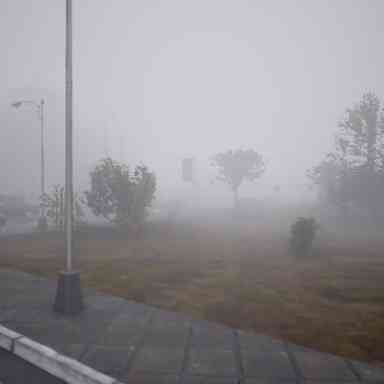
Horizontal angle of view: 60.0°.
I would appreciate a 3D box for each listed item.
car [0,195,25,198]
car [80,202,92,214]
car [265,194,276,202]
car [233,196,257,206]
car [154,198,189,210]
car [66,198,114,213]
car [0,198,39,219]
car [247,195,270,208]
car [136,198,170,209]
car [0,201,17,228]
[{"bbox_3d":[-17.928,1.269,30.439,2.150,2.045,5.566,0,0,37],"label":"car"},{"bbox_3d":[-9.113,1.523,35.802,2.128,1.511,4.902,0,0,39],"label":"car"},{"bbox_3d":[13.932,1.085,60.114,1.812,1.442,4.674,0,1,31],"label":"car"},{"bbox_3d":[8.302,1.326,51.846,1.994,1.385,4.181,0,1,36],"label":"car"},{"bbox_3d":[-2.664,1.509,43.833,2.033,1.411,5.357,0,1,39],"label":"car"},{"bbox_3d":[-11.648,1.527,38.236,2.128,1.511,4.902,0,0,39],"label":"car"},{"bbox_3d":[-15.501,1.520,27.838,1.882,1.535,5.008,0,0,39],"label":"car"},{"bbox_3d":[8.556,1.432,46.383,1.895,1.301,4.718,0,1,38],"label":"car"},{"bbox_3d":[-5.336,1.567,46.094,1.895,1.301,4.718,0,1,39],"label":"car"},{"bbox_3d":[-13.274,1.524,19.179,2.128,1.511,4.902,-1,0,32],"label":"car"}]
